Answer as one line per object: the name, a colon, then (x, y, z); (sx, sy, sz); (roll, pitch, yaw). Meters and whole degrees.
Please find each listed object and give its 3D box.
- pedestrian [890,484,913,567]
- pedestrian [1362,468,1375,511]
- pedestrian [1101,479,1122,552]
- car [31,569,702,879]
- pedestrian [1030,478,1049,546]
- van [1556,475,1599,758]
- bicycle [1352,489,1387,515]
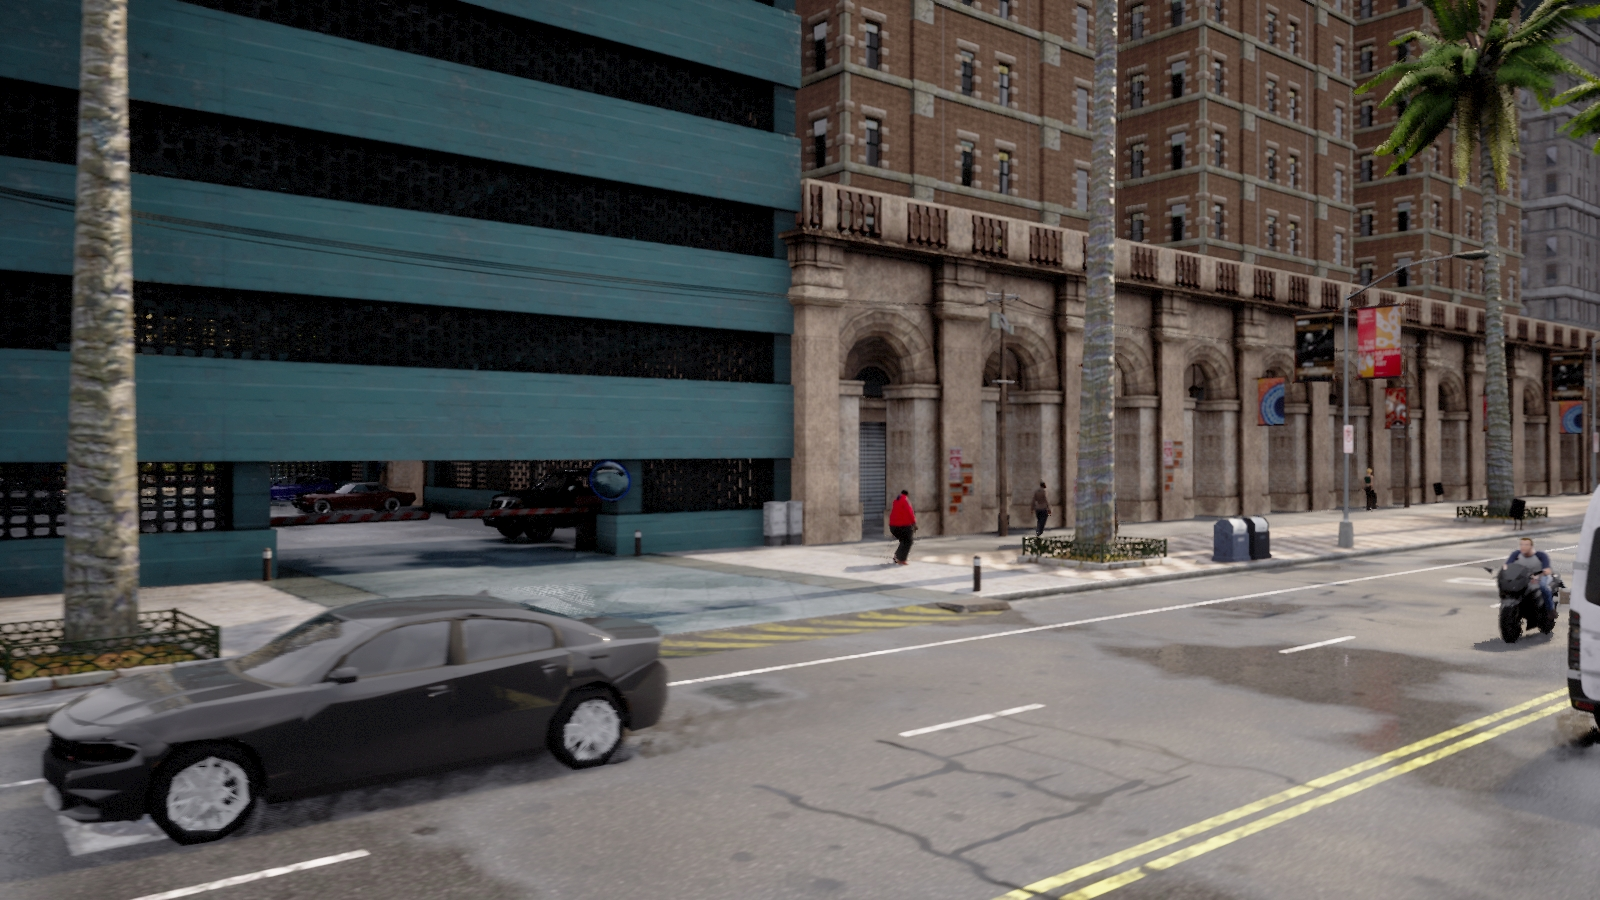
pedestrian: (2.304, 1.706, 26.012); (0.375, 1.860, 0.375); (0, 0, -36)
pedestrian: (24.524, 1.708, 49.264); (0.375, 1.860, 0.375); (0, 0, -32)
pedestrian: (8.136, 1.704, 29.882); (0.375, 1.860, 0.375); (0, 0, -29)
car: (-3.519, 2.038, 9.851); (5.006, 1.535, 2.097); (0, 0, -39)
pedestrian: (6.607, 1.705, 31.546); (0.375, 1.860, 0.375); (0, 0, -39)
van: (10.025, 1.536, 11.806); (5.915, 2.561, 1.988); (0, 0, -39)
bicycle: (25.068, 2.267, 50.281); (1.487, 1.080, 0.859); (0, 0, -39)
